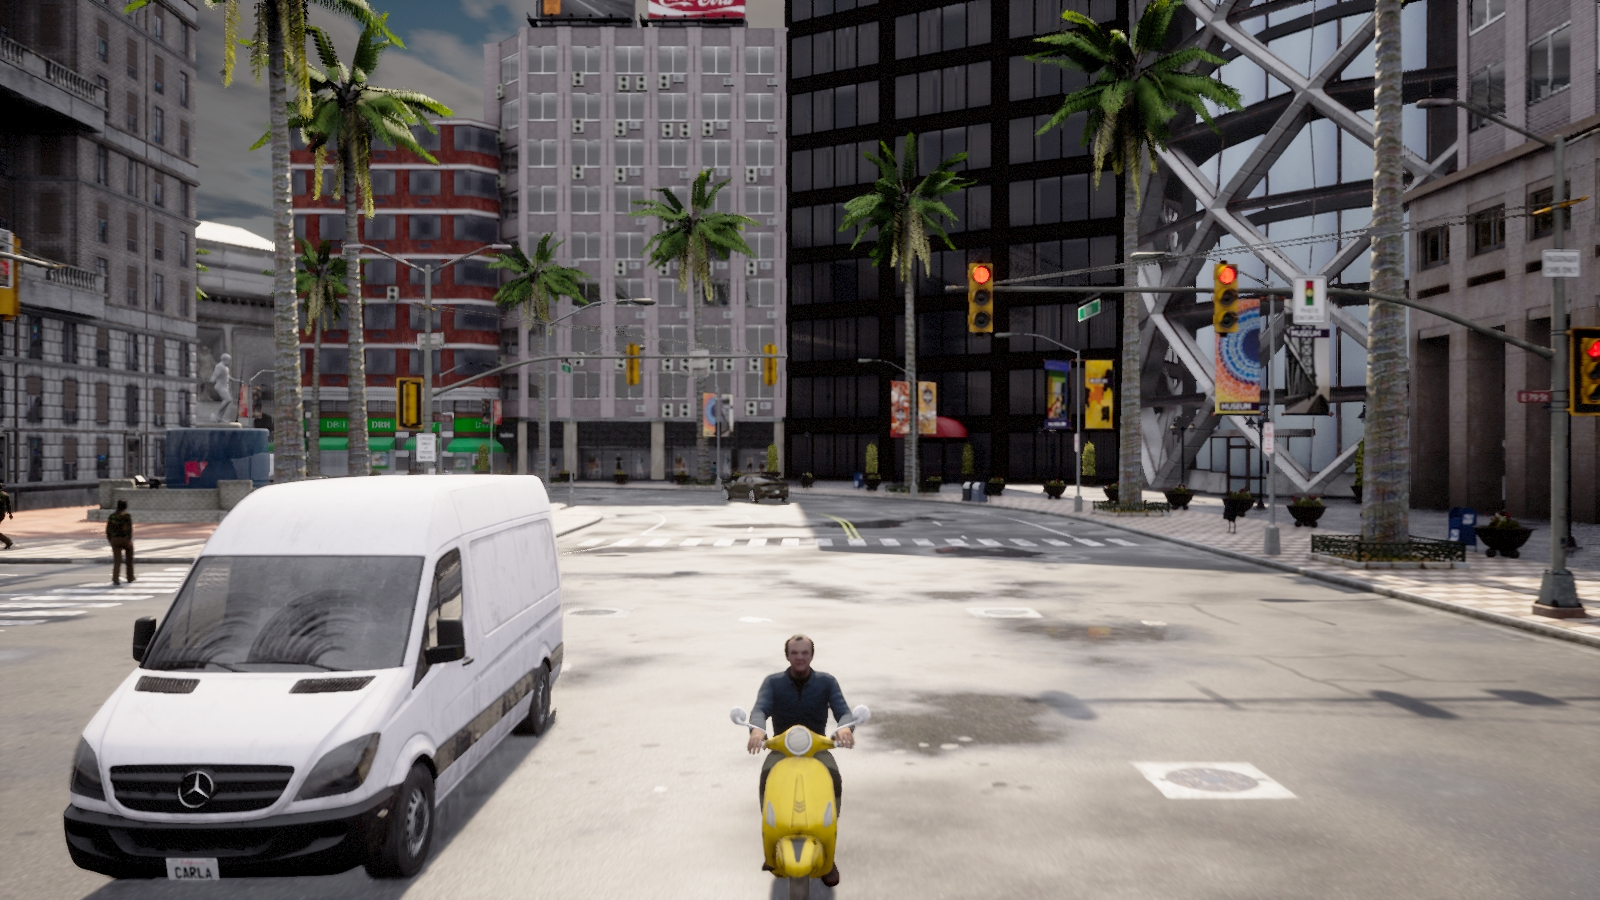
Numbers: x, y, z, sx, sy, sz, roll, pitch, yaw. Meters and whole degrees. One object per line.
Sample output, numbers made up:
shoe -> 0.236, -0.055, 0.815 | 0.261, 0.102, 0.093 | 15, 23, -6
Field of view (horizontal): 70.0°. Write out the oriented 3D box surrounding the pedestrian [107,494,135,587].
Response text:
pedestrian -> -13.900, 1.849, 23.402 | 0.375, 1.860, 0.375 | 0, 0, -9

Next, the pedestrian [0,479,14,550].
pedestrian -> -21.092, 1.696, 30.196 | 0.375, 1.860, 0.375 | 0, 0, 4

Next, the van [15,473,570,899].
van -> -3.503, 1.534, 9.505 | 1.988, 2.561, 5.915 | 0, 0, 0

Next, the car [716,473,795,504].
car -> -2.462, 2.034, 61.543 | 2.097, 1.535, 5.006 | 0, 0, -31
